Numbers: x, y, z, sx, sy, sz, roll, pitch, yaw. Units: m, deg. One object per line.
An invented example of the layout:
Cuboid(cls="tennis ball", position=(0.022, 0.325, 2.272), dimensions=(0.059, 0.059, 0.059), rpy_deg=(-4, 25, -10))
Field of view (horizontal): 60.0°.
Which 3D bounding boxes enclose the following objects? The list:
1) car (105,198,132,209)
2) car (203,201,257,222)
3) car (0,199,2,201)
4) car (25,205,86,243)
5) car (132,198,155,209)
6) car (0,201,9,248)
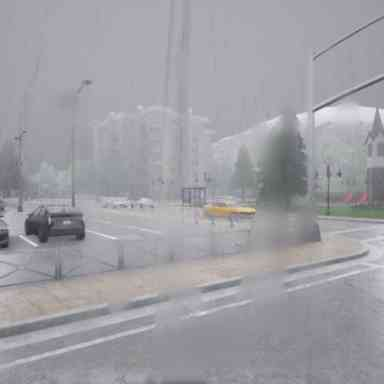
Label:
Cuboid(cls="car", position=(-10.130, 1.513, 44.336), dimensions=(1.812, 1.442, 4.674), rpy_deg=(0, 0, -36))
Cuboid(cls="car", position=(2.950, 1.465, 26.461), dimensions=(1.882, 1.535, 5.008), rpy_deg=(0, 0, -36))
Cuboid(cls="car", position=(-21.592, 1.372, 36.423), dimensions=(1.845, 1.501, 3.633), rpy_deg=(0, 0, -36))
Cuboid(cls="car", position=(-6.356, 1.337, 15.313), dimensions=(2.007, 1.523, 4.514), rpy_deg=(0, 0, -36))
Cuboid(cls="car", position=(-6.816, 1.511, 45.805), dimensions=(1.812, 1.442, 4.674), rpy_deg=(0, 0, -36))
Cuboid(cls="car", position=(-8.870, 1.330, 13.435), dimensions=(2.152, 1.636, 5.027), rpy_deg=(0, 0, -36))
